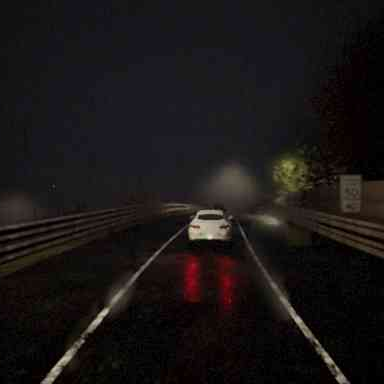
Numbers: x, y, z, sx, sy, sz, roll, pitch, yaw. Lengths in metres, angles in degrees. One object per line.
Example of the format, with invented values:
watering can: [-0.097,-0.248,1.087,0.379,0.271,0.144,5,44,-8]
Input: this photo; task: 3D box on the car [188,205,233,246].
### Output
car: [0.878,1.519,15.167,1.812,1.442,4.674,0,0,5]
